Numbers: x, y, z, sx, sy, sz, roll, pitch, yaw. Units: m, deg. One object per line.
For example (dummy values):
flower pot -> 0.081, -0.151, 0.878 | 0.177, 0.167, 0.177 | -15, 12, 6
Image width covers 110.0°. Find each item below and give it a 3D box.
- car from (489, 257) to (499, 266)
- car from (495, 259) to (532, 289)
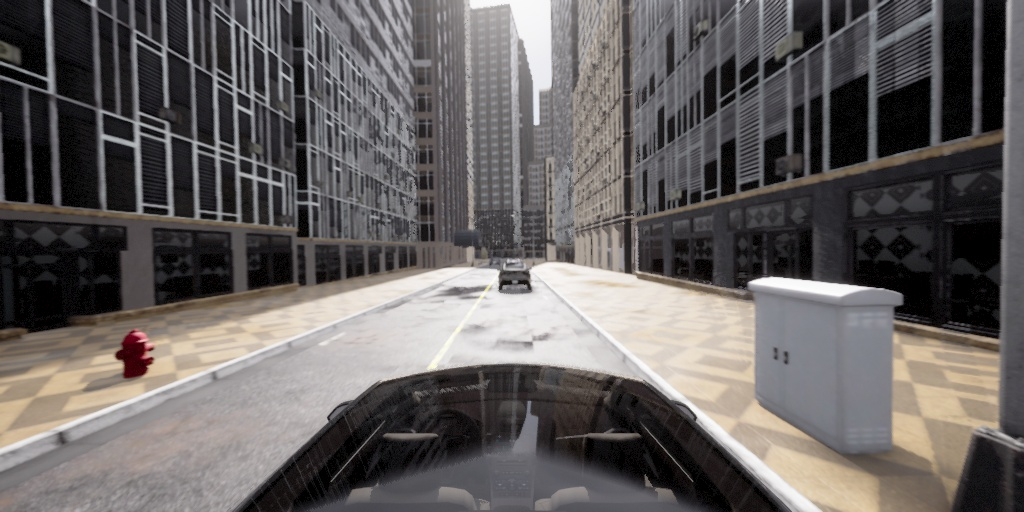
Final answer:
car -> -2.821, 0.916, 59.986 | 2.128, 1.511, 4.902 | -1, 0, 0
car -> 0.168, 1.116, 21.538 | 1.837, 1.490, 4.892 | -1, 0, 0
